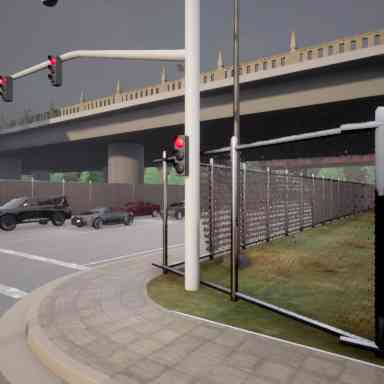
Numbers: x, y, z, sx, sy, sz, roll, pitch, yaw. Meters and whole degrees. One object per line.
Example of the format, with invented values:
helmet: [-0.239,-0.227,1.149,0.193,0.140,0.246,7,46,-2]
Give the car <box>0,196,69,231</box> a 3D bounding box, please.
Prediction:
car: [-10.616,1.277,21.658,2.150,2.045,5.566,0,0,36]

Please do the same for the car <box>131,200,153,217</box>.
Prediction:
car: [-4.941,1.533,29.660,1.882,1.535,5.008,0,0,35]

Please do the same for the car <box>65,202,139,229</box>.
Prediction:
car: [-5.897,1.619,22.254,1.994,1.385,4.181,0,0,35]
